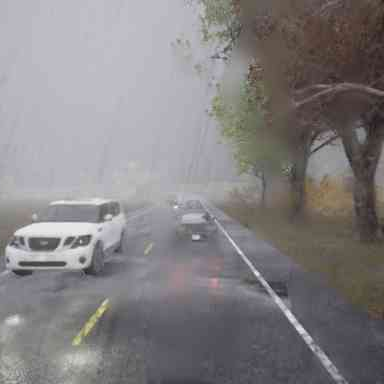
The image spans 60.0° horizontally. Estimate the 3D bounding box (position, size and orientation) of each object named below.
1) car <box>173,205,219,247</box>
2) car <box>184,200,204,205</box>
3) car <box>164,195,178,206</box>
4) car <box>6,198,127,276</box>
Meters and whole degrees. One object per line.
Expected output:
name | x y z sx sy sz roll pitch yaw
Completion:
car | 0.156 1.517 14.776 1.812 1.442 4.674 0 0 0
car | 0.184 1.507 33.223 2.033 1.411 5.357 0 0 0
car | -3.399 1.266 53.963 2.097 1.767 4.553 0 0 1
car | -3.566 1.223 10.678 2.150 2.045 5.566 0 0 0
